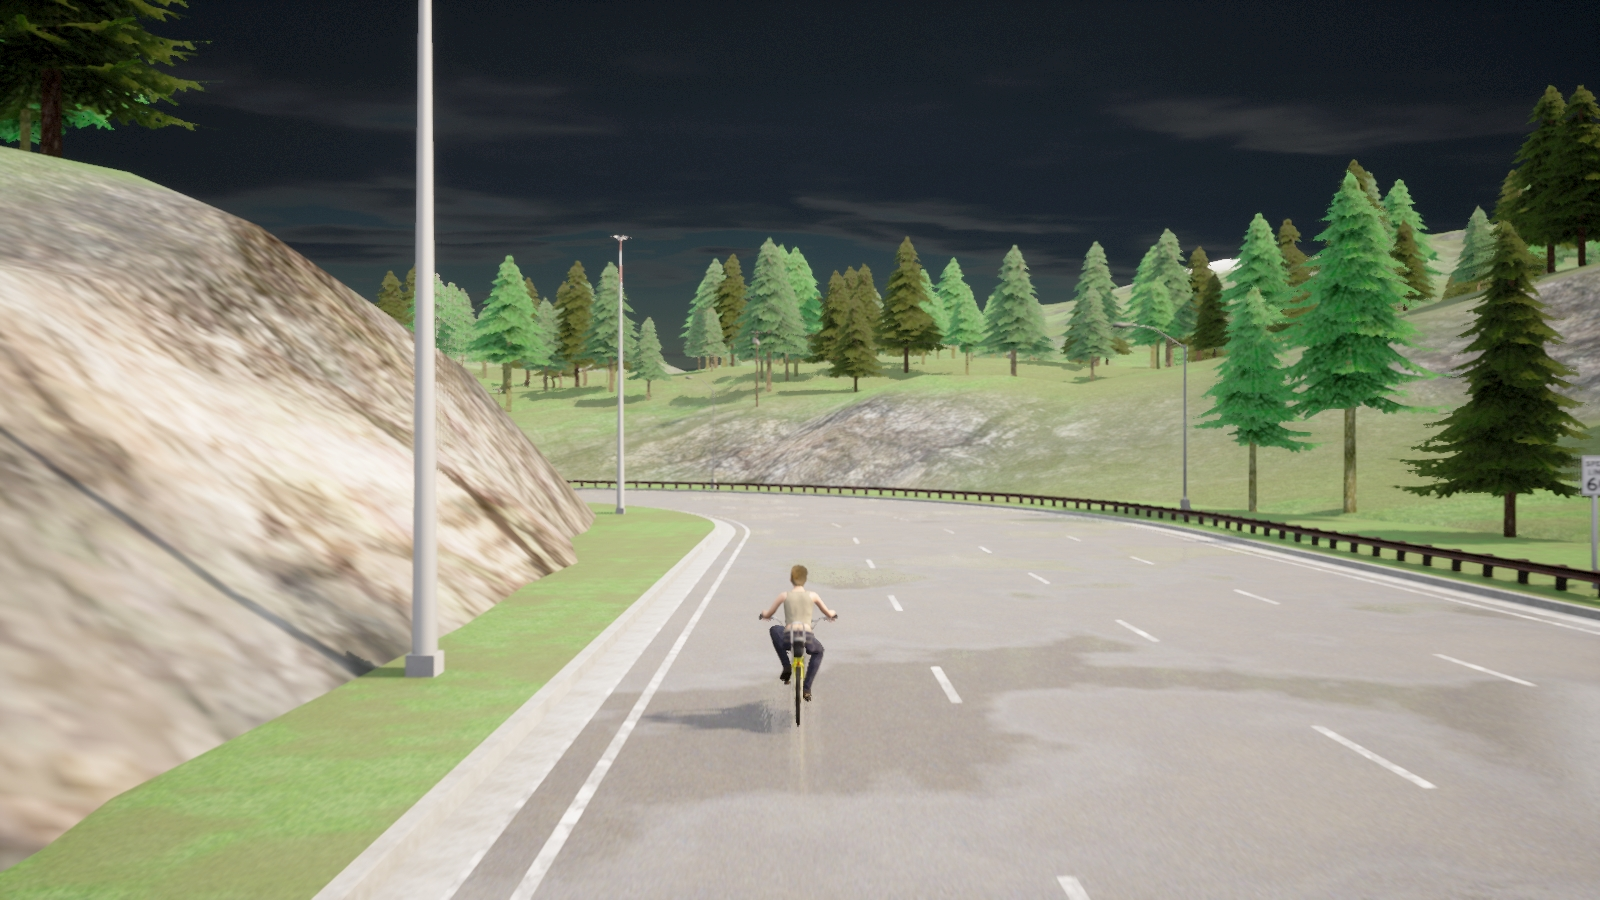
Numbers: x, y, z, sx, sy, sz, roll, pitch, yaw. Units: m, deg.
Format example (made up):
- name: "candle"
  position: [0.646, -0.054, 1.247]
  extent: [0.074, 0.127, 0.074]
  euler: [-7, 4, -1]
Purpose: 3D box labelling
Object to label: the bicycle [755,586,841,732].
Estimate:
- name: "bicycle"
  position: [-0.016, 2.166, 12.094]
  extent: [0.859, 1.276, 1.487]
  euler: [0, 0, 0]
